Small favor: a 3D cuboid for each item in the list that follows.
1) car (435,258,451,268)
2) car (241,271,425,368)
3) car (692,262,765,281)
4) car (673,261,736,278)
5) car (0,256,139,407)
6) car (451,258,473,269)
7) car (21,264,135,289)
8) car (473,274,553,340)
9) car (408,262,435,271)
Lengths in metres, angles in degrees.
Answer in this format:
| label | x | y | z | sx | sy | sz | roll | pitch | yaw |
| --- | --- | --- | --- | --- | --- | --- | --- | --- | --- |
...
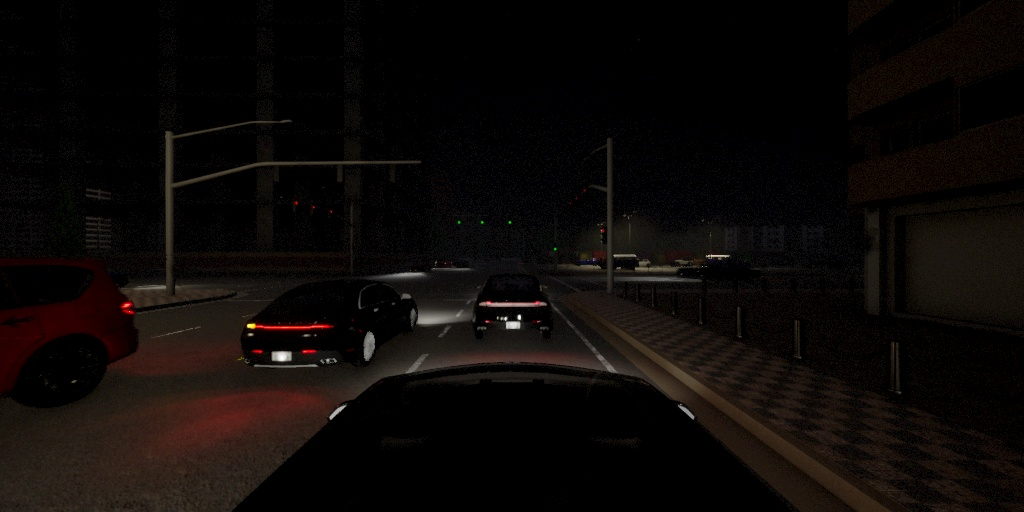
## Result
| label | x | y | z | sx | sy | sz | roll | pitch | yaw |
| --- | --- | --- | --- | --- | --- | --- | --- | --- | --- |
| car | -11.425 | 1.101 | 59.376 | 2.097 | 1.767 | 4.553 | 0 | 0 | 0 |
| car | -3.477 | 1.256 | 7.836 | 1.837 | 1.490 | 4.892 | 0 | 0 | 0 |
| car | 18.337 | 1.406 | 30.514 | 4.718 | 1.301 | 1.895 | 0 | 0 | 0 |
| car | 18.302 | 1.406 | 34.014 | 4.718 | 1.301 | 1.895 | 0 | 0 | 0 |
| car | -6.993 | 1.023 | 3.303 | 2.150 | 2.045 | 5.566 | 0 | 0 | 0 |
| car | -7.816 | 1.346 | 56.318 | 1.994 | 1.385 | 4.181 | 0 | 1 | -1 |
| car | -27.745 | 1.283 | 23.028 | 5.008 | 1.535 | 1.882 | 0 | 0 | 0 |
| car | 0.008 | 1.242 | 9.982 | 2.128 | 1.511 | 4.902 | 0 | 0 | 0 |
| car | -11.328 | 1.351 | 44.382 | 1.895 | 1.301 | 4.718 | 0 | 0 | 0 |
